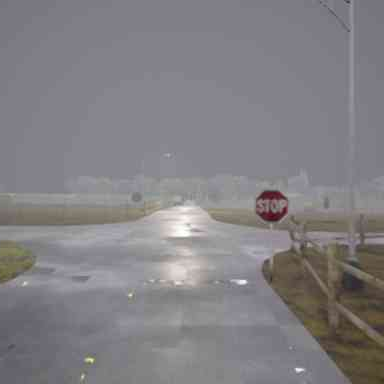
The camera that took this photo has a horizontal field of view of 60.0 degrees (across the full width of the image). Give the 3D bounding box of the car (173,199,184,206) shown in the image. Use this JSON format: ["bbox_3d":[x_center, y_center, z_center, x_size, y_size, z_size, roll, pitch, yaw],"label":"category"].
[{"bbox_3d":[-2.770,2.212,69.136,1.994,1.385,4.181,0,-2,0],"label":"car"}]
